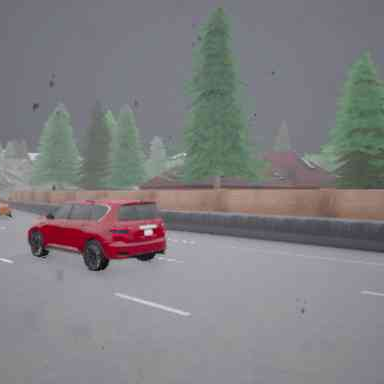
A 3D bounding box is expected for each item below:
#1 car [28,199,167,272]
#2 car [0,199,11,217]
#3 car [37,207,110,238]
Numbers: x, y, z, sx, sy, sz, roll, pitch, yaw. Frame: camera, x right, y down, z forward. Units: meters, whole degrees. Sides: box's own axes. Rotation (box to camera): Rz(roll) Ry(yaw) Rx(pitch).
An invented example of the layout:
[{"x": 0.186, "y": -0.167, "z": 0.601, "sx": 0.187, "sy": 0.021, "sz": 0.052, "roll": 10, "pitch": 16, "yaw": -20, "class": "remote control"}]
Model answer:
[{"x": -3.306, "y": 1.236, "z": 11.123, "sx": 5.566, "sy": 2.045, "sz": 2.150, "roll": 0, "pitch": 0, "yaw": 39, "class": "car"}, {"x": -18.183, "y": 1.378, "z": 30.451, "sx": 2.097, "sy": 1.767, "sz": 4.553, "roll": 0, "pitch": 0, "yaw": -42, "class": "car"}, {"x": -6.799, "y": 1.624, "z": 18.774, "sx": 4.718, "sy": 1.301, "sz": 1.895, "roll": 0, "pitch": 0, "yaw": 42, "class": "car"}]
